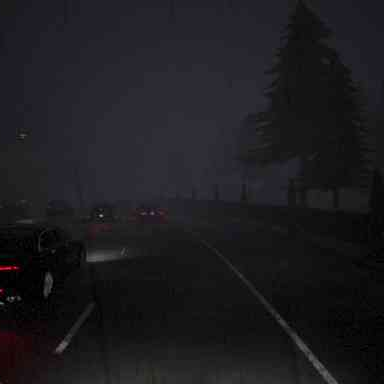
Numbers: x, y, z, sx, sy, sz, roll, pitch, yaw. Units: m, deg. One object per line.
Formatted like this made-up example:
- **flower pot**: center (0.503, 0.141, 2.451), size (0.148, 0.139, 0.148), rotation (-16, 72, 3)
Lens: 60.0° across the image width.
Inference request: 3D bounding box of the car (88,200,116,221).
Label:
- **car**: center (-7.545, 1.558, 27.704), size (1.837, 1.490, 4.892), rotation (0, 0, -15)

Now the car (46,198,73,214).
- **car**: center (-12.220, 1.422, 30.973), size (2.097, 1.767, 4.553), rotation (0, 0, -17)

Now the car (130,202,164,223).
- **car**: center (-3.440, 1.587, 26.044), size (2.033, 1.411, 5.357), rotation (0, 0, -15)

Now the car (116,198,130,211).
- **car**: center (-8.848, 1.551, 41.785), size (1.882, 1.535, 5.008), rotation (0, 0, -23)

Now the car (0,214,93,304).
- **car**: center (-3.958, 1.525, 8.092), size (1.837, 1.490, 4.892), rotation (0, 0, -5)
